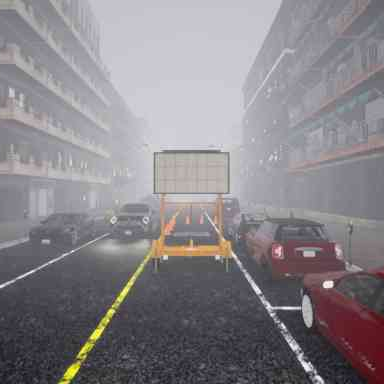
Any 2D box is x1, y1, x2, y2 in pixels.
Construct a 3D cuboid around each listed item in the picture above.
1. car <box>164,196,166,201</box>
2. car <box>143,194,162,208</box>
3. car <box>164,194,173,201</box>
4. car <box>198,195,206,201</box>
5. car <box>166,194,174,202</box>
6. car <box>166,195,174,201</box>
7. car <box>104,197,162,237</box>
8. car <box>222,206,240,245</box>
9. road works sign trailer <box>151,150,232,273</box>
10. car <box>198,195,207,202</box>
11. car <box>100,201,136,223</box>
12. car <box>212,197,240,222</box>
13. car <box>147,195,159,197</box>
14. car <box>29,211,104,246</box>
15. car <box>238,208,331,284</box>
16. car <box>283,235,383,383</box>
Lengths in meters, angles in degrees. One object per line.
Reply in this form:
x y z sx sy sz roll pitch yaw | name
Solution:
-5.759 1.570 54.634 1.802 1.307 4.206 0 0 0 | car
-5.750 1.305 48.997 2.192 1.841 5.009 0 0 0 | car
-5.794 1.414 82.814 1.967 1.590 4.097 0 0 0 | car
2.580 1.516 88.458 1.887 1.381 4.507 0 0 0 | car
-5.785 1.292 77.179 2.192 1.841 5.009 0 0 0 | car
-5.801 1.516 88.452 1.887 1.381 4.507 0 0 0 | car
-3.023 1.351 18.059 2.097 1.767 4.553 0 0 0 | car
2.673 1.550 15.185 2.008 1.369 4.403 0 0 0 | car
-0.013 0.464 10.678 2.380 3.560 2.880 0 0 0 | road works sign trailer
2.594 1.503 77.356 1.752 1.417 4.829 0 0 0 | car
-5.722 1.523 26.280 1.752 1.417 4.829 0 0 0 | car
2.660 1.312 26.458 2.192 1.841 5.009 0 0 0 | car
-5.744 1.432 43.361 1.967 1.590 4.097 0 0 0 | car
-5.708 1.565 15.177 1.947 1.339 4.313 0 0 0 | car
2.680 1.440 9.549 1.967 1.590 4.097 0 0 0 | car
2.687 1.545 3.912 1.887 1.381 4.507 0 0 0 | car
